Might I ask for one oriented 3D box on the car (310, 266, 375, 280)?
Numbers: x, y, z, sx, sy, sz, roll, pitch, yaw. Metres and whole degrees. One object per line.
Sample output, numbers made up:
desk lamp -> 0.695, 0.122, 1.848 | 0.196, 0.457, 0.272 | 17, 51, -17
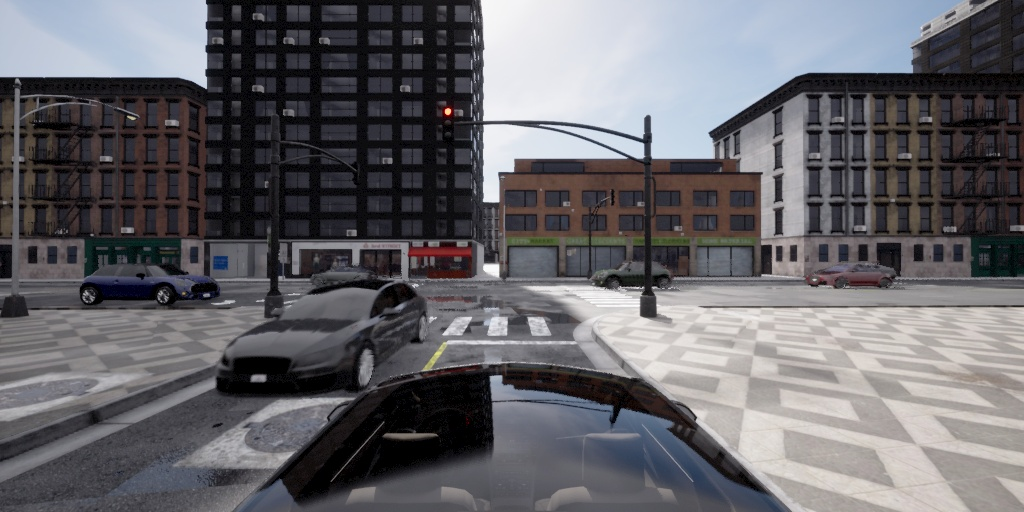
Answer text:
car -> -11.806, 1.375, 25.253 | 4.181, 1.385, 1.994 | 0, 0, 0

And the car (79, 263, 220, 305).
car -> -15.217, 1.088, 15.270 | 4.553, 1.767, 2.097 | 0, 0, 1

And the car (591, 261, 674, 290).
car -> 7.140, 1.096, 21.747 | 4.553, 1.767, 2.097 | 0, 0, -5

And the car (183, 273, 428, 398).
car -> -3.009, 1.258, 6.845 | 1.837, 1.490, 4.892 | -1, 0, 3

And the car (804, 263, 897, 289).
car -> 20.641, 1.283, 22.103 | 4.181, 1.385, 1.994 | 0, 0, 0
